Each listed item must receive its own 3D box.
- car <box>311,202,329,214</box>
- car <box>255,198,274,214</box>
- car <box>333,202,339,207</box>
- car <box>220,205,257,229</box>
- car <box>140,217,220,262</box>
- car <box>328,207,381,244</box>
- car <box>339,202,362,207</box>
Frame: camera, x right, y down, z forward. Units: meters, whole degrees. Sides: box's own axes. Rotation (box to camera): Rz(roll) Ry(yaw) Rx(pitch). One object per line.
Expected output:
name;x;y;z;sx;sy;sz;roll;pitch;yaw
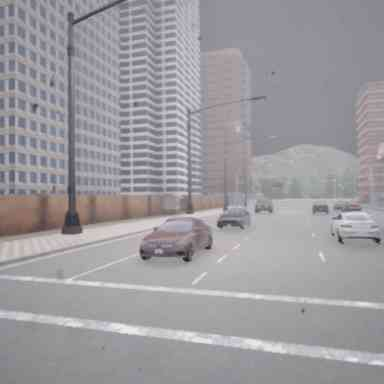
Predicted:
car;16.747;2.023;43.494;1.882;1.535;5.008;-1;-1;18
car;10.044;1.890;45.808;2.150;2.045;5.566;-1;-1;18
car;22.546;2.192;50.302;1.895;1.301;4.718;-1;-1;18
car;3.327;1.942;25.143;2.033;1.411;5.357;-1;-1;18
car;-0.416;1.765;13.374;1.812;1.442;4.674;-1;-1;17
car;8.295;1.723;17.046;1.812;1.442;4.674;-1;-1;18
car;19.470;1.968;40.564;1.837;1.490;4.892;-1;-1;18
